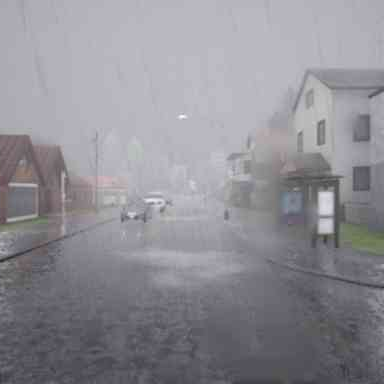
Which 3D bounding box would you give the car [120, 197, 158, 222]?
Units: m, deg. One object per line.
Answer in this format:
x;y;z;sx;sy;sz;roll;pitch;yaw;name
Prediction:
-4.074;1.391;25.071;2.128;1.511;4.902;0;0;0;car

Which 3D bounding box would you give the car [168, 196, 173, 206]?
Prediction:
-3.997;1.277;51.219;1.882;1.535;5.008;0;0;0;car

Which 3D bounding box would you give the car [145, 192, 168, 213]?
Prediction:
-4.075;1.077;35.802;2.150;2.045;5.566;0;0;-1;car
